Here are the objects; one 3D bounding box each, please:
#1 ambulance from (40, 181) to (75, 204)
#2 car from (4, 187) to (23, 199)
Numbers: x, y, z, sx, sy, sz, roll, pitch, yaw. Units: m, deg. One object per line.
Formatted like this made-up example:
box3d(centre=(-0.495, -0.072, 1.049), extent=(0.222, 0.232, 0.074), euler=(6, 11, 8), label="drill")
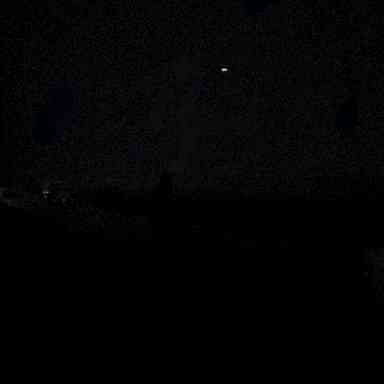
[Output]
box3d(centre=(-15.244, 0.034, 37.440), extent=(2.351, 2.431, 6.366), euler=(-2, 3, -36), label="ambulance")
box3d(centre=(-24.558, 0.088, 45.708), extent=(1.882, 1.535, 5.008), euler=(-2, 3, -36), label="car")
